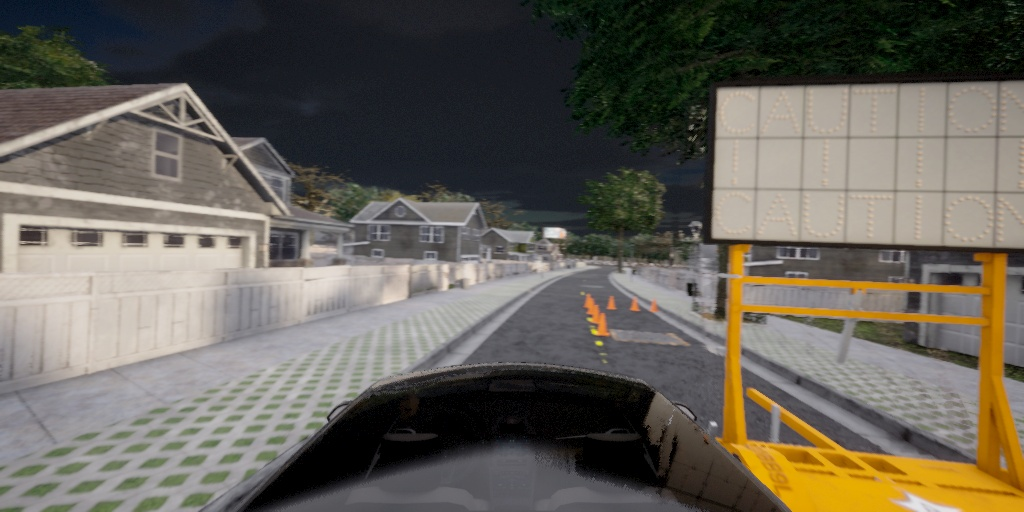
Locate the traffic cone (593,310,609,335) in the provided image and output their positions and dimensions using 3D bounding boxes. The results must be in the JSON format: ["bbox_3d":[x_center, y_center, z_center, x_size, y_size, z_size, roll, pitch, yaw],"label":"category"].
[{"bbox_3d":[2.525,1.894,10.060,0.340,0.580,0.340,0,0,8],"label":"traffic cone"}]

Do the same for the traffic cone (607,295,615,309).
[{"bbox_3d":[4.383,2.031,15.850,0.340,0.580,0.340,0,0,8],"label":"traffic cone"}]

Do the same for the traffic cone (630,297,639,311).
[{"bbox_3d":[5.371,2.073,15.705,0.340,0.580,0.340,0,0,8],"label":"traffic cone"}]

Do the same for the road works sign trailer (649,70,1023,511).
[{"bbox_3d":[2.697,0.343,2.989,2.380,3.560,2.880,0,0,8],"label":"road works sign trailer"}]

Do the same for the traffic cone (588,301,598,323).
[{"bbox_3d":[2.815,1.926,12.039,0.340,0.580,0.340,0,0,8],"label":"traffic cone"}]

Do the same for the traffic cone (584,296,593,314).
[{"bbox_3d":[3.105,1.958,14.018,0.340,0.580,0.340,0,0,8],"label":"traffic cone"}]
